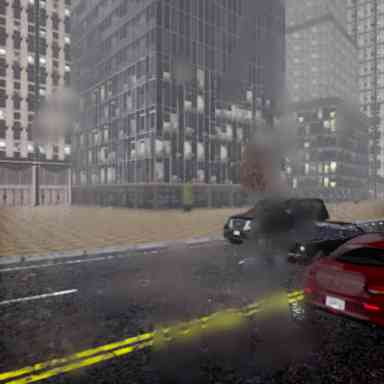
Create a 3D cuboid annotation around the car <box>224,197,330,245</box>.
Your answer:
[{"bbox_3d":[3.955,1.262,14.790,5.566,2.045,2.150,0,0,-38],"label":"car"}]

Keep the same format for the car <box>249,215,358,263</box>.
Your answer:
[{"bbox_3d":[4.280,1.633,10.950,4.718,1.301,1.895,0,0,-37],"label":"car"}]

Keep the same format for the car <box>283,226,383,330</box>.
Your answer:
[{"bbox_3d":[4.049,1.547,6.489,4.674,1.442,1.812,0,0,-37],"label":"car"}]
